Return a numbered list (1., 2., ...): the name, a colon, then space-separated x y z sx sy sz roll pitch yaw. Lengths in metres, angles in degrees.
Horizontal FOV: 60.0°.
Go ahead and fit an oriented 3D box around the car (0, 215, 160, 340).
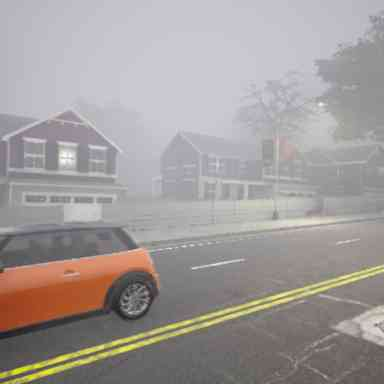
1. car: -2.889 1.345 5.616 4.553 1.767 2.097 -1 0 -36
